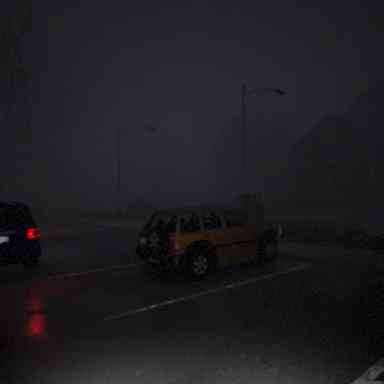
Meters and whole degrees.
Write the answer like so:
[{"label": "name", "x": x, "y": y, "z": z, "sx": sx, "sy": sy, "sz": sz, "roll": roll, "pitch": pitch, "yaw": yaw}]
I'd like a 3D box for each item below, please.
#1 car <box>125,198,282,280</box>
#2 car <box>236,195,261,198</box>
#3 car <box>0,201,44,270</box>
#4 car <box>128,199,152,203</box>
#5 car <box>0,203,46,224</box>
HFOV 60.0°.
[{"label": "car", "x": 0.622, "y": 1.278, "z": 9.882, "sx": 4.605, "sy": 1.855, "sz": 1.932, "roll": -1, "pitch": 0, "yaw": -40}, {"label": "car", "x": 4.054, "y": 1.188, "z": 26.244, "sx": 3.866, "sy": 1.878, "sz": 1.905, "roll": -1, "pitch": 0, "yaw": -40}, {"label": "car", "x": -6.502, "y": 1.305, "z": 10.445, "sx": 2.150, "sy": 2.045, "sz": 5.566, "roll": -1, "pitch": 0, "yaw": -40}, {"label": "car", "x": -5.147, "y": 1.509, "z": 36.112, "sx": 4.193, "sy": 1.474, "sz": 1.816, "roll": -1, "pitch": 0, "yaw": -40}, {"label": "car", "x": -14.138, "y": 1.691, "z": 26.835, "sx": 3.905, "sy": 1.438, "sz": 1.784, "roll": -1, "pitch": 0, "yaw": -40}]
